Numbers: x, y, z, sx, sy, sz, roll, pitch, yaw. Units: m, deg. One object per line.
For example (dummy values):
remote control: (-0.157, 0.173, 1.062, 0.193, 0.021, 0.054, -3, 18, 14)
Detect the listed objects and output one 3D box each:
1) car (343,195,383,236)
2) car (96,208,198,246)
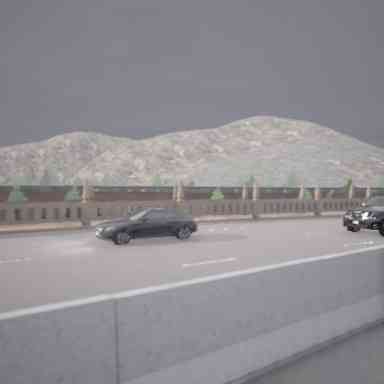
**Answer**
car: (10.689, 1.155, 17.738, 5.566, 2.045, 2.150, 0, 0, -24)
car: (-1.921, 1.457, 14.972, 4.674, 1.442, 1.812, 0, 0, -31)
